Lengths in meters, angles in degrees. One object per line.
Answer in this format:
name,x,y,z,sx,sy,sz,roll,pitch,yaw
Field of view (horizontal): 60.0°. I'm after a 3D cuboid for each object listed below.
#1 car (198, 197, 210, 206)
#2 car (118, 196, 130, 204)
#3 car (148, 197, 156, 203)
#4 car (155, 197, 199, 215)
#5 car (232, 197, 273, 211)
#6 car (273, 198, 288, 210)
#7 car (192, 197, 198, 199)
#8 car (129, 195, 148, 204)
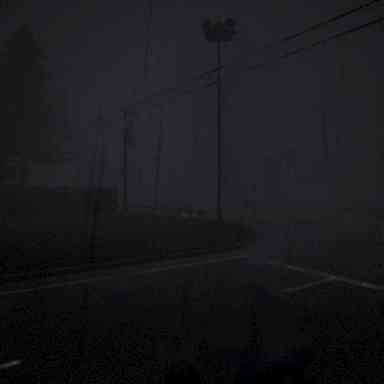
car,1.030,1.513,54.272,1.812,1.442,4.674,0,0,-36
car,-11.219,1.539,47.298,2.033,1.411,5.357,0,0,-36
car,-7.963,1.586,66.821,1.895,1.301,4.718,0,0,-36
car,-1.597,1.556,33.997,1.994,1.385,4.181,0,0,-36
car,6.958,1.491,40.087,1.837,1.490,4.892,0,1,-36
car,9.829,1.488,42.094,1.837,1.490,4.892,0,1,-36
car,-1.640,1.514,51.986,1.812,1.442,4.674,0,0,-36
car,-11.178,1.341,65.283,2.097,1.767,4.553,0,0,-36
